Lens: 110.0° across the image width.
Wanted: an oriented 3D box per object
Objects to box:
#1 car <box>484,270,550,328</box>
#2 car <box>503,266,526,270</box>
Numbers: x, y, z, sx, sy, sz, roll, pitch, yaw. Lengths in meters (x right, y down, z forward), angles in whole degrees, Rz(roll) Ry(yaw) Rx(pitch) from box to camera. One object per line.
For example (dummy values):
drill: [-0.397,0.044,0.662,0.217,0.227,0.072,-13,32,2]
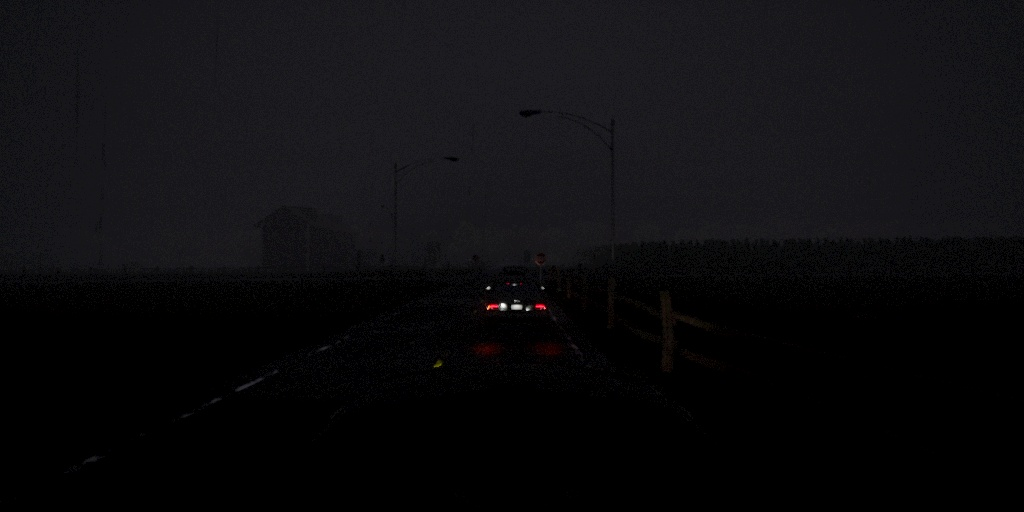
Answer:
car: [0.115,1.341,11.517,2.033,1.411,5.357,0,0,0]
car: [0.128,1.347,22.131,1.837,1.490,4.892,0,0,0]
